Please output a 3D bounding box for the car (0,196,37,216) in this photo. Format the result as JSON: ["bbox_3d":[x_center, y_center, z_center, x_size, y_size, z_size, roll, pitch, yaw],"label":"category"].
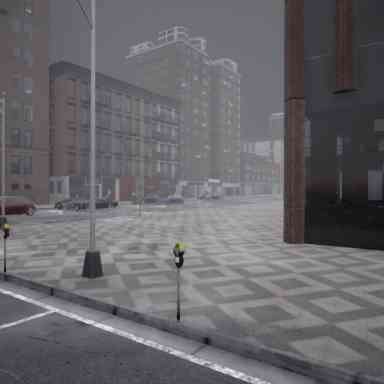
[{"bbox_3d":[-15.265,1.124,27.106,2.097,1.767,4.553,0,1,36],"label":"car"}]

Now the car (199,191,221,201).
[{"bbox_3d":[3.101,0.681,58.052,2.097,1.767,4.553,0,1,36],"label":"car"}]

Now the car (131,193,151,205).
[{"bbox_3d":[-6.199,0.979,45.272,1.837,1.490,4.892,0,2,36],"label":"car"}]

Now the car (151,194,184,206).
[{"bbox_3d":[-2.864,1.003,44.345,1.812,1.442,4.674,0,1,36],"label":"car"}]

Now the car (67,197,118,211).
[{"bbox_3d":[-10.019,1.246,34.403,1.895,1.301,4.718,0,1,36],"label":"car"}]

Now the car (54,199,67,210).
[{"bbox_3d":[-12.742,1.194,36.215,1.994,1.385,4.181,0,1,34],"label":"car"}]
